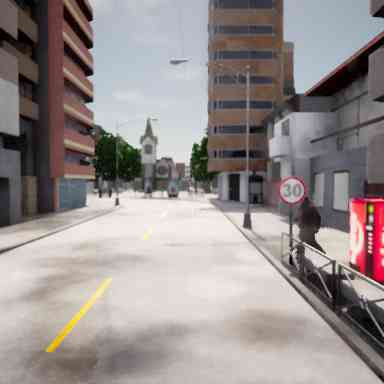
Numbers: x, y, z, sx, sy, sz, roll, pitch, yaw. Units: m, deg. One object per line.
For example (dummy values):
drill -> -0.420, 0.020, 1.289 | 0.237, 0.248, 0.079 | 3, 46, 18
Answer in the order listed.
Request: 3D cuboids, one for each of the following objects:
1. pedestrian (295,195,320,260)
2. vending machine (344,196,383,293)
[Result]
pedestrian -> 3.029, 0.912, 8.770 | 0.375, 1.860, 0.375 | 0, 2, 0
vending machine -> 4.301, 1.170, 7.727 | 1.100, 2.100, 0.880 | 0, 2, 0
